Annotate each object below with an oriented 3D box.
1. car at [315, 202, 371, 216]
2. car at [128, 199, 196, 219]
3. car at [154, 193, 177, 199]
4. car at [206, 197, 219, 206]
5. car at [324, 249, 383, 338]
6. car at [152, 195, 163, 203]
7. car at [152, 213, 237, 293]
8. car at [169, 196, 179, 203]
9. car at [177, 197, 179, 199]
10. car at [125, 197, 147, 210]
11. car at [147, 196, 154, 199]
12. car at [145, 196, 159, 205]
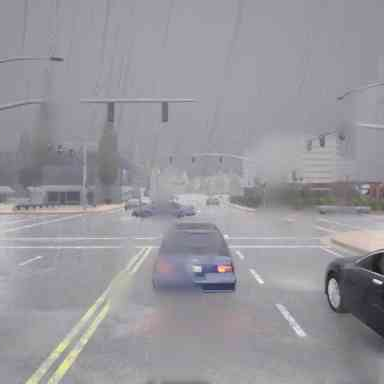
[{"bbox_3d":[14.355,1.601,31.910,4.718,1.301,1.895,0,0,1],"label":"car"},{"bbox_3d":[-2.332,1.547,28.111,5.357,1.411,2.033,0,0,0],"label":"car"},{"bbox_3d":[-3.726,1.221,48.351,2.150,2.045,5.566,0,0,0],"label":"car"},{"bbox_3d":[3.437,1.564,56.136,1.994,1.385,4.181,0,0,0],"label":"car"},{"bbox_3d":[3.548,1.505,4.746,1.837,1.490,4.892,0,0,0],"label":"car"},{"bbox_3d":[-7.205,1.500,70.629,1.837,1.490,4.892,0,0,0],"label":"car"},{"bbox_3d":[0.056,1.547,8.993,2.033,1.411,5.357,0,0,0],"label":"car"},{"bbox_3d":[-3.708,1.505,68.259,1.837,1.490,4.892,0,0,0],"label":"car"},{"bbox_3d":[-3.748,1.526,58.108,1.812,1.442,4.674,0,0,0],"label":"car"},{"bbox_3d":[-7.221,1.526,42.056,1.812,1.442,4.674,0,0,0],"label":"car"},{"bbox_3d":[-7.241,1.526,51.012,1.812,1.442,4.674,0,0,0],"label":"car"},{"bbox_3d":[-7.245,1.505,60.577,1.837,1.490,4.892,0,0,0],"label":"car"}]
